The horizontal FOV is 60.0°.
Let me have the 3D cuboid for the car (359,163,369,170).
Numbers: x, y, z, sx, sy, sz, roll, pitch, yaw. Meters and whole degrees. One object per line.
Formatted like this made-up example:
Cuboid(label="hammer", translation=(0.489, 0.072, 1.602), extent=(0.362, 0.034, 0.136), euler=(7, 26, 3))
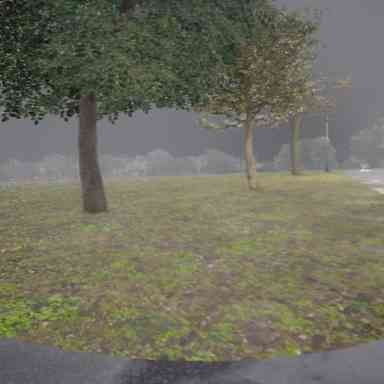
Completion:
Cuboid(label="car", translation=(36.460, -5.421, 70.428), extent=(2.128, 1.511, 4.902), euler=(0, 4, 27))
